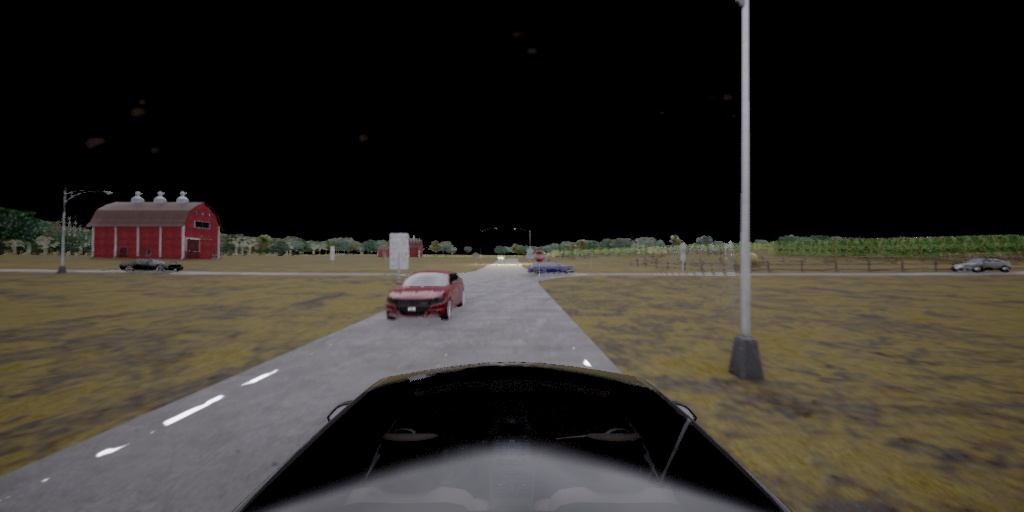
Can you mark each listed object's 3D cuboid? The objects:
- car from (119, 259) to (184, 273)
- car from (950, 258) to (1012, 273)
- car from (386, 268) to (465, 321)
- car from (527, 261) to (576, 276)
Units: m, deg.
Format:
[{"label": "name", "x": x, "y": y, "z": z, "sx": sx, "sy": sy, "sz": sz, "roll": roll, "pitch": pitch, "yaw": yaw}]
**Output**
[{"label": "car", "x": -34.840, "y": 0.979, "z": 34.791, "sx": 4.718, "sy": 1.301, "sz": 1.895, "roll": 1, "pitch": -1, "yaw": 0}, {"label": "car", "x": 49.091, "y": 1.003, "z": 37.581, "sx": 4.902, "sy": 1.511, "sz": 2.128, "roll": -1, "pitch": -1, "yaw": 0}, {"label": "car", "x": -2.829, "y": 1.219, "z": 12.638, "sx": 1.882, "sy": 1.535, "sz": 5.008, "roll": 0, "pitch": 0, "yaw": 0}, {"label": "car", "x": 3.794, "y": 1.175, "z": 34.796, "sx": 4.674, "sy": 1.442, "sz": 1.812, "roll": -1, "pitch": -1, "yaw": 0}]
